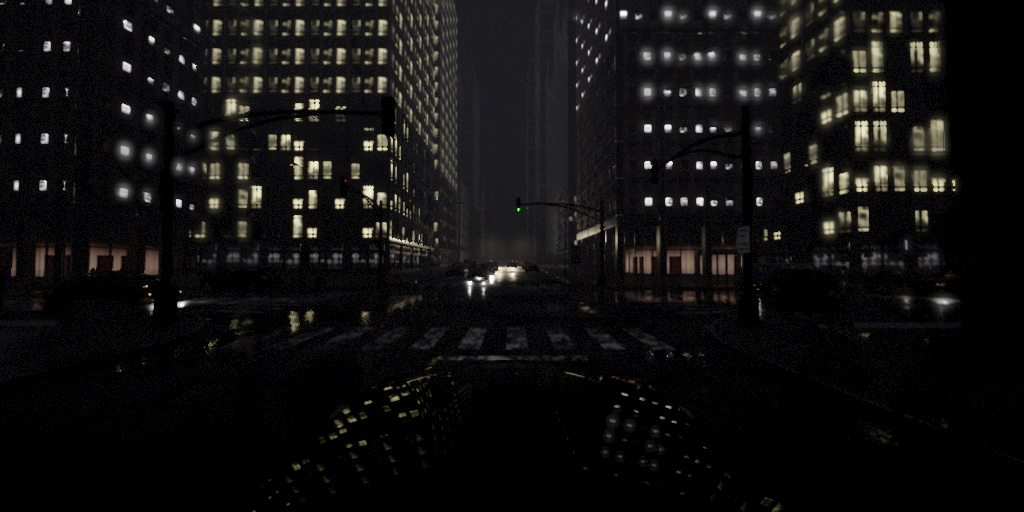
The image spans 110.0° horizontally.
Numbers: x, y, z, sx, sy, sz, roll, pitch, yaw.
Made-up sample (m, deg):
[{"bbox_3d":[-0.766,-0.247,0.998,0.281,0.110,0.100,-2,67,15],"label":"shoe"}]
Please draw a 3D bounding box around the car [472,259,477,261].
[{"bbox_3d":[-5.688,1.334,48.425,2.192,1.841,5.009,0,0,0],"label":"car"}]

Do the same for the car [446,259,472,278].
[{"bbox_3d":[-5.689,1.394,37.274,1.967,1.591,4.097,0,0,0],"label":"car"}]

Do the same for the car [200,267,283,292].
[{"bbox_3d":[-16.492,1.363,21.838,4.097,1.591,1.967,0,0,0],"label":"car"}]

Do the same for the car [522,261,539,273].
[{"bbox_3d":[2.692,1.601,48.486,1.802,1.307,4.207,0,0,0],"label":"car"}]

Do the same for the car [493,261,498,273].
[{"bbox_3d":[-3.098,1.595,44.108,1.895,1.301,4.718,0,0,0],"label":"car"}]

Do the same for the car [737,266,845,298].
[{"bbox_3d":[14.874,1.415,19.195,4.892,1.490,1.837,0,-1,0],"label":"car"}]

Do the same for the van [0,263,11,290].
[{"bbox_3d":[-33.438,1.241,21.877,3.998,1.789,1.690,0,0,0],"label":"van"}]

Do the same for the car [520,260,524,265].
[{"bbox_3d":[2.694,1.609,59.812,1.751,1.417,4.829,0,0,0],"label":"car"}]

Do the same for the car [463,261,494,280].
[{"bbox_3d":[-3.101,1.484,34.198,2.033,1.411,5.357,0,0,0],"label":"car"}]

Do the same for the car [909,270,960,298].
[{"bbox_3d":[24.353,1.406,19.170,5.008,1.535,1.882,0,-1,0],"label":"car"}]

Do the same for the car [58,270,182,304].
[{"bbox_3d":[-17.489,1.342,16.064,4.181,1.385,1.994,0,-1,-1],"label":"car"}]

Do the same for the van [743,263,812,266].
[{"bbox_3d":[15.982,1.318,21.762,3.998,1.789,1.690,0,0,0],"label":"van"}]
